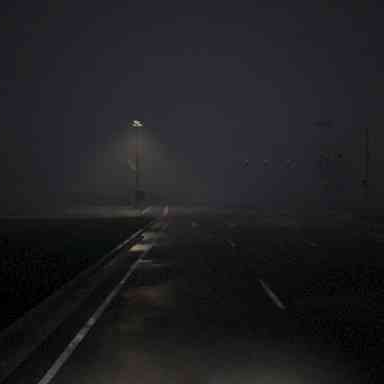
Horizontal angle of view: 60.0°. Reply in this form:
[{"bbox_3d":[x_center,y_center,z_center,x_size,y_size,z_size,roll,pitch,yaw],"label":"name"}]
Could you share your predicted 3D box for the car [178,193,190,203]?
[{"bbox_3d":[-1.828,1.302,71.287,2.150,2.045,5.566,0,0,0],"label":"car"}]
